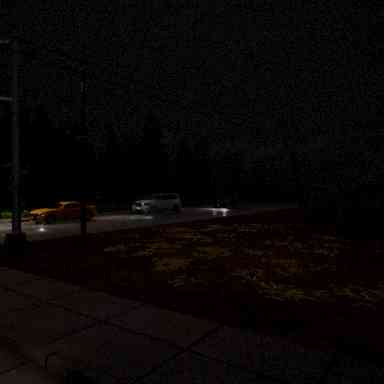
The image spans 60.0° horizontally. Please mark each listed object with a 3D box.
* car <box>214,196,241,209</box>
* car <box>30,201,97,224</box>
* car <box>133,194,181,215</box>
[{"bbox_3d":[4.797,1.380,44.350,1.837,1.490,4.892,0,1,37],"label":"car"},{"bbox_3d":[-9.579,1.484,25.030,1.882,1.535,5.008,0,0,37],"label":"car"},{"bbox_3d":[-3.379,1.175,33.384,2.150,2.045,5.566,0,0,36],"label":"car"}]
